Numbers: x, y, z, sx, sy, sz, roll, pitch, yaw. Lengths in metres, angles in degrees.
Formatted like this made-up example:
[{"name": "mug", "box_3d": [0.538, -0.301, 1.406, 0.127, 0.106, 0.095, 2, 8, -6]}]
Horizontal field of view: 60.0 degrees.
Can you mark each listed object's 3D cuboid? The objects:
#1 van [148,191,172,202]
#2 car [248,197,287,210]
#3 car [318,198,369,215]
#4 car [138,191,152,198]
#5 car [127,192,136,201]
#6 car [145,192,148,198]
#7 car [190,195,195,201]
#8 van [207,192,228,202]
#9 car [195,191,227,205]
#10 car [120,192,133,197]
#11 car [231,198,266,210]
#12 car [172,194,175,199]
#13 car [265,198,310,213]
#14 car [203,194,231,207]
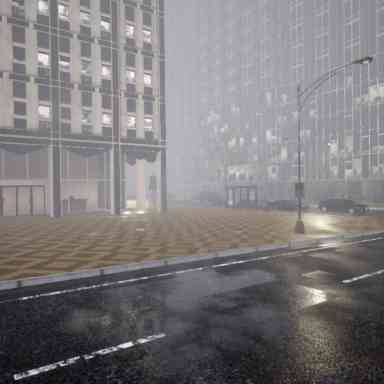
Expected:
[{"name": "van", "box_3d": [-5.689, 0.937, 58.371, 1.690, 1.788, 3.998, 0, 1, -34]}, {"name": "car", "box_3d": [9.269, 1.363, 41.118, 1.895, 1.301, 4.718, -1, 1, -34]}, {"name": "car", "box_3d": [14.877, 1.358, 32.913, 1.837, 1.490, 4.892, -1, 1, -34]}, {"name": "car", "box_3d": [-11.630, 0.686, 81.861, 1.967, 1.590, 4.097, 0, 1, -34]}, {"name": "car", "box_3d": [-12.116, 1.039, 67.750, 2.008, 1.369, 4.403, 0, 1, -34]}, {"name": "car", "box_3d": [-8.417, 0.615, 77.171, 2.192, 1.841, 5.009, 0, 1, -34]}, {"name": "car", "box_3d": [1.224, 1.043, 63.110, 1.802, 1.307, 4.206, 0, 1, -34]}, {"name": "van", "box_3d": [4.436, 0.855, 58.419, 1.690, 1.788, 3.998, 0, 1, -34]}, {"name": "car", "box_3d": [3.254, 0.887, 49.897, 2.150, 2.045, 5.566, -1, 1, -35]}, {"name": "car", "box_3d": [-18.056, 0.688, 91.238, 2.008, 1.369, 4.403, 0, 1, -34]}, {"name": "car", "box_3d": [7.071, 1.388, 39.561, 1.802, 1.307, 4.206, 0, 1, -34]}, {"name": "car", "box_3d": [-5.203, 0.936, 72.487, 1.802, 1.307, 4.206, 0, 1, -34]}, {"name": "car", "box_3d": [10.270, 1.424, 34.860, 1.947, 1.339, 4.313, 0, 1, -34]}, {"name": "car", "box_3d": [3.906, 1.319, 44.281, 1.947, 1.339, 4.313, 0, 1, -34]}]
